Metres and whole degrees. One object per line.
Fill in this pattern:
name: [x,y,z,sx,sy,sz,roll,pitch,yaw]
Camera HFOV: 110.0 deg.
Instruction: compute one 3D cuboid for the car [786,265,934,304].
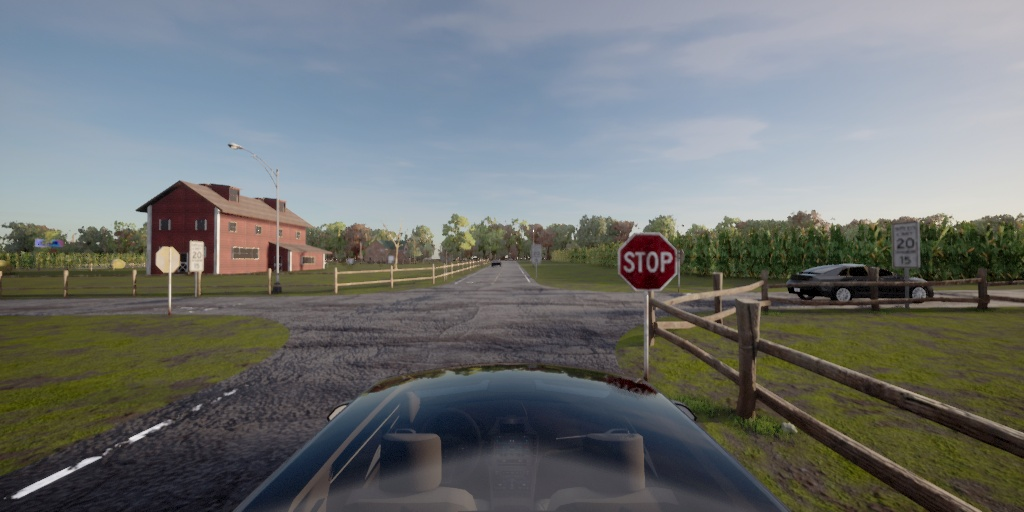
car: [13.885,1.099,14.432,4.892,1.490,1.837,-1,-1,0]
